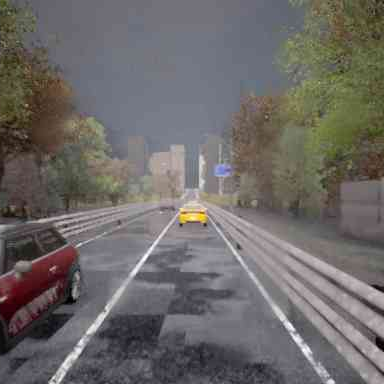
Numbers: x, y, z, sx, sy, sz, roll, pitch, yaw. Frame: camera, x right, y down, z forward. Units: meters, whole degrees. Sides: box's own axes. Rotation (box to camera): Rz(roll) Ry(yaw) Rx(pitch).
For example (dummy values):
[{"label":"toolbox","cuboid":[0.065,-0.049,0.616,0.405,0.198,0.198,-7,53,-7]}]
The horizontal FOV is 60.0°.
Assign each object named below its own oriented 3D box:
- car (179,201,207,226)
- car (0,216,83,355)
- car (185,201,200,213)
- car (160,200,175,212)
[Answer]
[{"label":"car","cuboid":[0.084,1.598,24.555,1.882,1.535,5.008,0,-1,0]},{"label":"car","cuboid":[-3.349,1.357,5.098,2.097,1.767,4.553,0,0,0]},{"label":"car","cuboid":[0.085,1.899,43.091,1.812,1.442,4.674,0,-1,0]},{"label":"car","cuboid":[-3.332,1.905,46.207,1.882,1.535,5.008,0,-1,0]}]
